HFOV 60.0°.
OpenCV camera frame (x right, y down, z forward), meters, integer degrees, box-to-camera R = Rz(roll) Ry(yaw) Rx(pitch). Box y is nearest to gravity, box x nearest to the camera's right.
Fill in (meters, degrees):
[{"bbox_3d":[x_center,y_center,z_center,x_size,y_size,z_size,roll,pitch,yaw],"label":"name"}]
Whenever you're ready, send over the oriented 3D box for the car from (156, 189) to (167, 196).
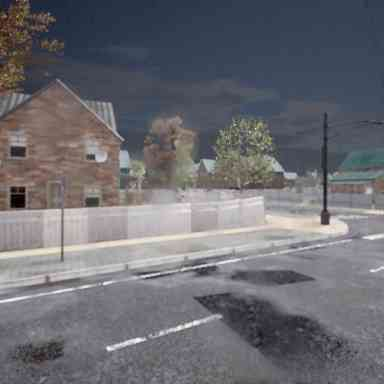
[{"bbox_3d":[-5.460,0.192,62.280,1.812,1.442,4.674,0,1,-20],"label":"car"}]
